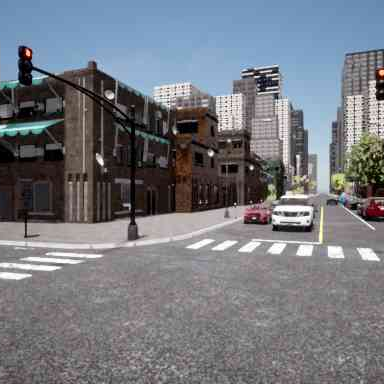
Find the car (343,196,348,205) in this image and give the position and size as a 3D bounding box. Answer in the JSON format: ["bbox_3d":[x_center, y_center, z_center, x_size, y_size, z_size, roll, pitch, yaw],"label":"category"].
[{"bbox_3d":[23.083,1.590,47.421,2.008,1.369,4.403,0,0,22],"label":"car"}]

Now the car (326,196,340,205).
[{"bbox_3d":[25.313,1.550,60.132,2.128,1.511,4.902,0,0,21],"label":"car"}]

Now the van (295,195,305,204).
[{"bbox_3d":[21.367,1.407,65.914,1.690,1.788,3.998,0,0,22],"label":"van"}]

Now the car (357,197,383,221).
[{"bbox_3d":[14.978,1.330,26.859,2.192,1.841,5.009,0,0,22],"label":"car"}]

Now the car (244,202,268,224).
[{"bbox_3d":[5.074,1.554,24.828,1.887,1.381,4.507,0,0,22],"label":"car"}]

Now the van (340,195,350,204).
[{"bbox_3d":[31.189,1.418,67.982,1.690,1.788,3.998,0,0,22],"label":"van"}]

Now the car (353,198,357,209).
[{"bbox_3d":[17.004,1.586,32.000,1.947,1.339,4.313,0,0,22],"label":"car"}]

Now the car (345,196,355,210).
[{"bbox_3d":[21.057,1.597,42.280,1.947,1.339,4.313,0,0,22],"label":"car"}]

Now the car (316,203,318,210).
[{"bbox_3d":[10.203,1.580,30.447,1.994,1.385,4.181,0,0,22],"label":"car"}]

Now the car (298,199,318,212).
[{"bbox_3d":[14.055,1.573,40.035,2.033,1.411,5.357,0,0,22],"label":"car"}]

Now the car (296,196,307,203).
[{"bbox_3d":[23.393,1.628,71.055,2.008,1.369,4.403,0,0,22],"label":"car"}]

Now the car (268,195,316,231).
[{"bbox_3d":[6.499,1.230,21.103,2.150,2.045,5.566,0,0,22],"label":"car"}]

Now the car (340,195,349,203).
[{"bbox_3d":[27.136,1.638,57.700,1.802,1.307,4.206,0,0,22],"label":"car"}]

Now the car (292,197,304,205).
[{"bbox_3d":[19.277,1.581,60.615,1.752,1.417,4.829,0,0,22],"label":"car"}]

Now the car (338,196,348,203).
[{"bbox_3d":[33.278,1.615,73.280,1.752,1.417,4.829,0,0,22],"label":"car"}]

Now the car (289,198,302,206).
[{"bbox_3d":[17.313,1.629,55.633,1.802,1.307,4.206,0,0,22],"label":"car"}]

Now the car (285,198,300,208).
[{"bbox_3d":[15.287,1.620,50.494,1.802,1.307,4.206,0,0,22],"label":"car"}]

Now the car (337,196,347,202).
[{"bbox_3d":[35.242,1.683,78.261,1.802,1.307,4.206,0,0,22],"label":"car"}]

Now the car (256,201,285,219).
[{"bbox_3d":[7.181,1.580,29.932,1.947,1.339,4.313,0,0,22],"label":"car"}]

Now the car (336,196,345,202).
[{"bbox_3d":[37.269,1.679,83.403,1.947,1.339,4.313,0,0,22],"label":"car"}]
